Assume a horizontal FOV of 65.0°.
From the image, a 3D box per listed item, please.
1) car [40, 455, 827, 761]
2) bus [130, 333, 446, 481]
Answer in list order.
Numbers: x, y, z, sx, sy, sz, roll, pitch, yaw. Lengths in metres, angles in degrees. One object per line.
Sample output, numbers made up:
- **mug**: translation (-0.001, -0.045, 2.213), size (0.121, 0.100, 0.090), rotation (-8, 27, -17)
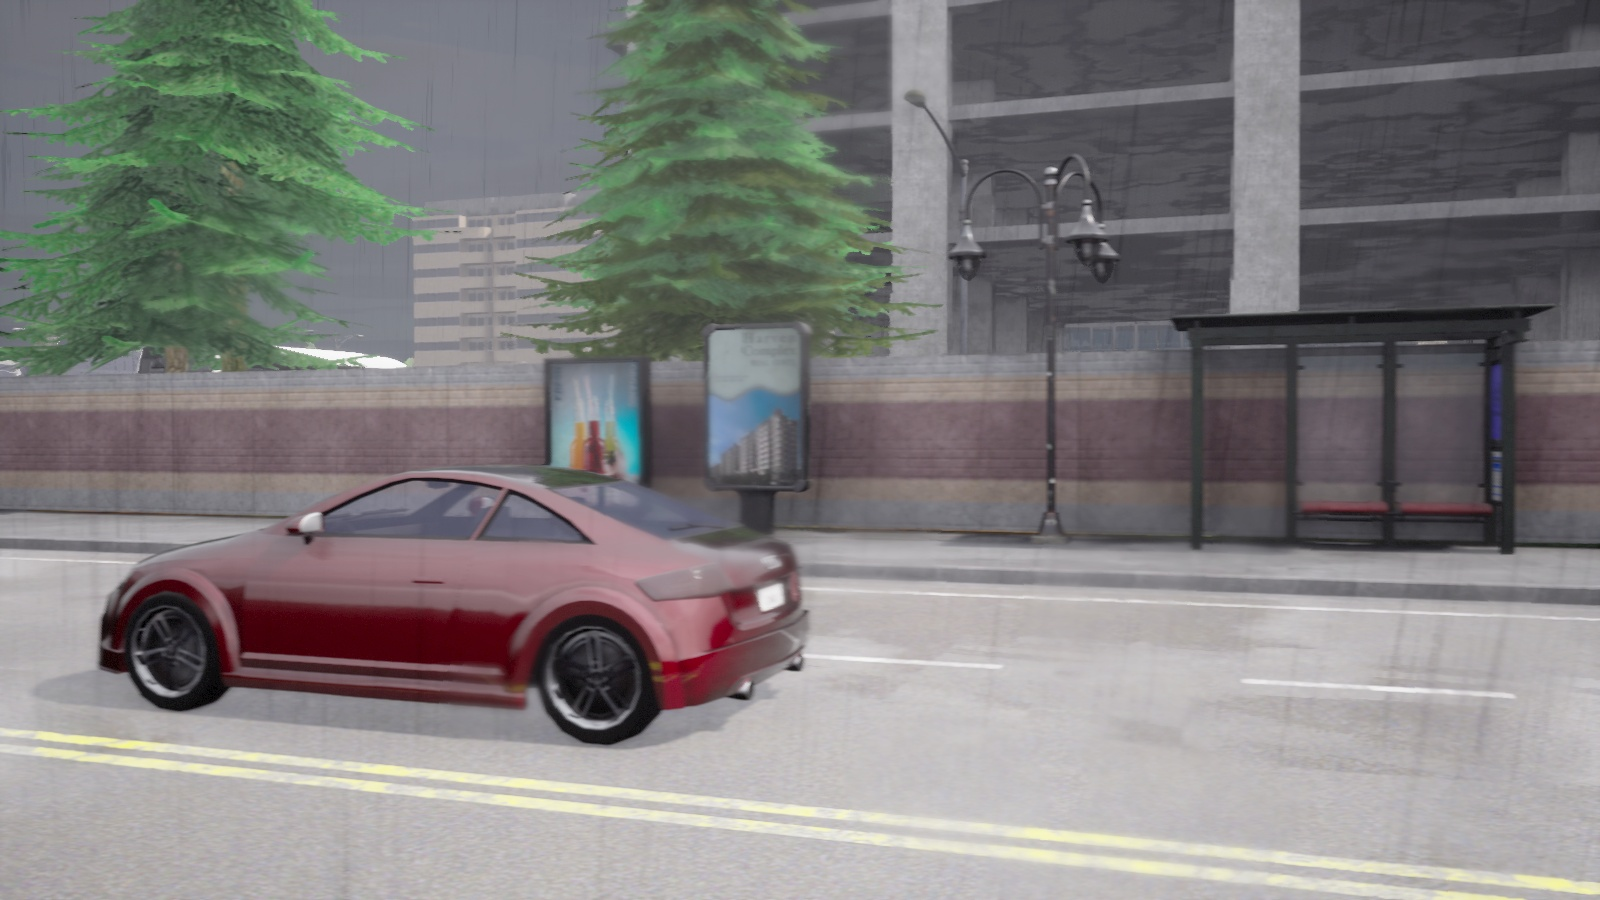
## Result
- **car**: translation (-2.133, 0.761, 7.601), size (4.181, 1.385, 1.994), rotation (1, 1, 19)
- **bus**: translation (-16.414, -1.333, 41.566), size (3.944, 4.253, 10.273), rotation (1, 1, 18)
